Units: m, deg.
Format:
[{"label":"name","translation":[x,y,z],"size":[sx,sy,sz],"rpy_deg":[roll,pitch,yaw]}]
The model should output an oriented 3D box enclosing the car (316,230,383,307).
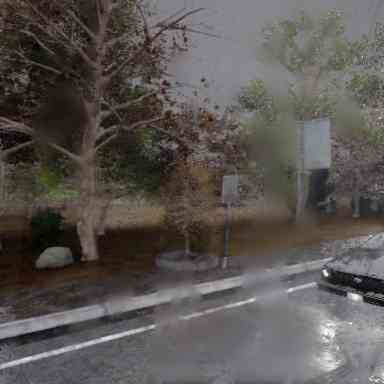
[{"label":"car","translation":[5.171,1.550,7.680],"size":[5.357,1.411,2.033],"rpy_deg":[0,0,-36]}]
